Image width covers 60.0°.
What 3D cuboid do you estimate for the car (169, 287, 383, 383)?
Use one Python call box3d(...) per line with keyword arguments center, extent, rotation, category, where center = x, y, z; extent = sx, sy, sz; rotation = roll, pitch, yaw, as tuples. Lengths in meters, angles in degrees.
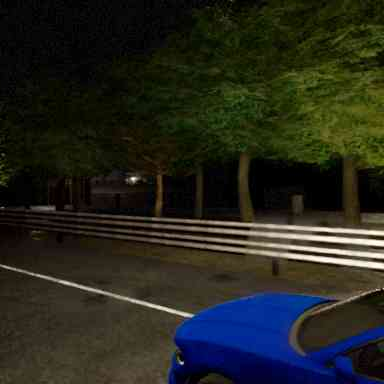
box3d(center=(2.076, 1.477, 2.511), extent=(5.008, 1.535, 1.882), rotation=(0, 0, 36), category="car")
